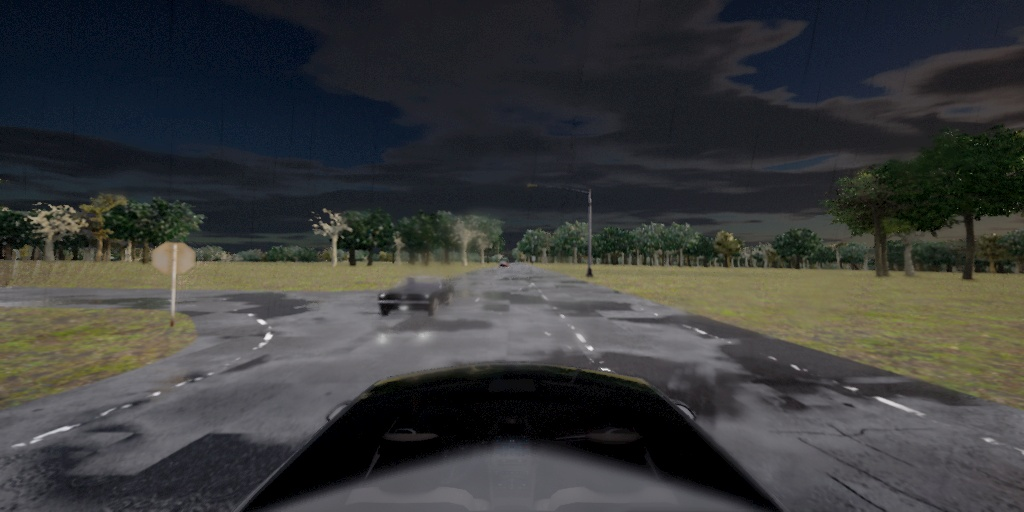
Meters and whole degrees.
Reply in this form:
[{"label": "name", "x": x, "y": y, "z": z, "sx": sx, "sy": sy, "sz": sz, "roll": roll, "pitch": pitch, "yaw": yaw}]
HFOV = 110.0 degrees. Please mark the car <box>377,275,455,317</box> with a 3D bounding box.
[{"label": "car", "x": -3.467, "y": 1.421, "z": 13.760, "sx": 1.895, "sy": 1.301, "sz": 4.718, "roll": 1, "pitch": -1, "yaw": 0}]
